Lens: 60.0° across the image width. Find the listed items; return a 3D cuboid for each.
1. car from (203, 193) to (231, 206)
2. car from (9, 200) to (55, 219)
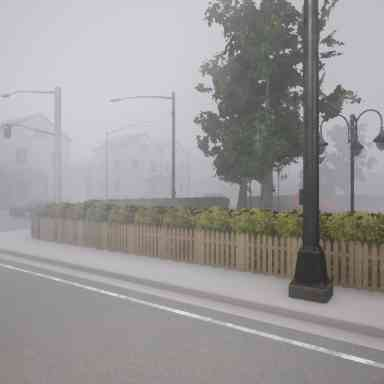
[{"bbox_3d":[3.525,1.221,48.179,2.150,2.045,5.566,0,0,35],"label":"car"},{"bbox_3d":[-13.682,1.477,29.811,1.882,1.535,5.008,0,0,35],"label":"car"}]
